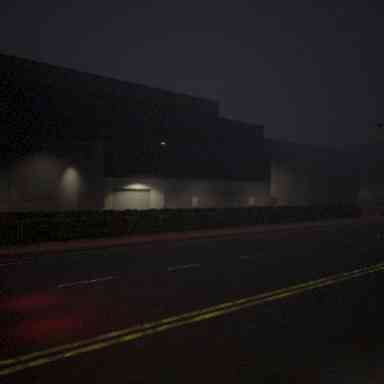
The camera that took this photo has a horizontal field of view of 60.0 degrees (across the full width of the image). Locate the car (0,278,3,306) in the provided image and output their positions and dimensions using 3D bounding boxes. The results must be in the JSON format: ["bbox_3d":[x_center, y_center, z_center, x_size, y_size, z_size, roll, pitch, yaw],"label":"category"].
[{"bbox_3d":[-5.287,1.524,4.574,4.674,1.442,1.812,0,0,-34],"label":"car"}]
